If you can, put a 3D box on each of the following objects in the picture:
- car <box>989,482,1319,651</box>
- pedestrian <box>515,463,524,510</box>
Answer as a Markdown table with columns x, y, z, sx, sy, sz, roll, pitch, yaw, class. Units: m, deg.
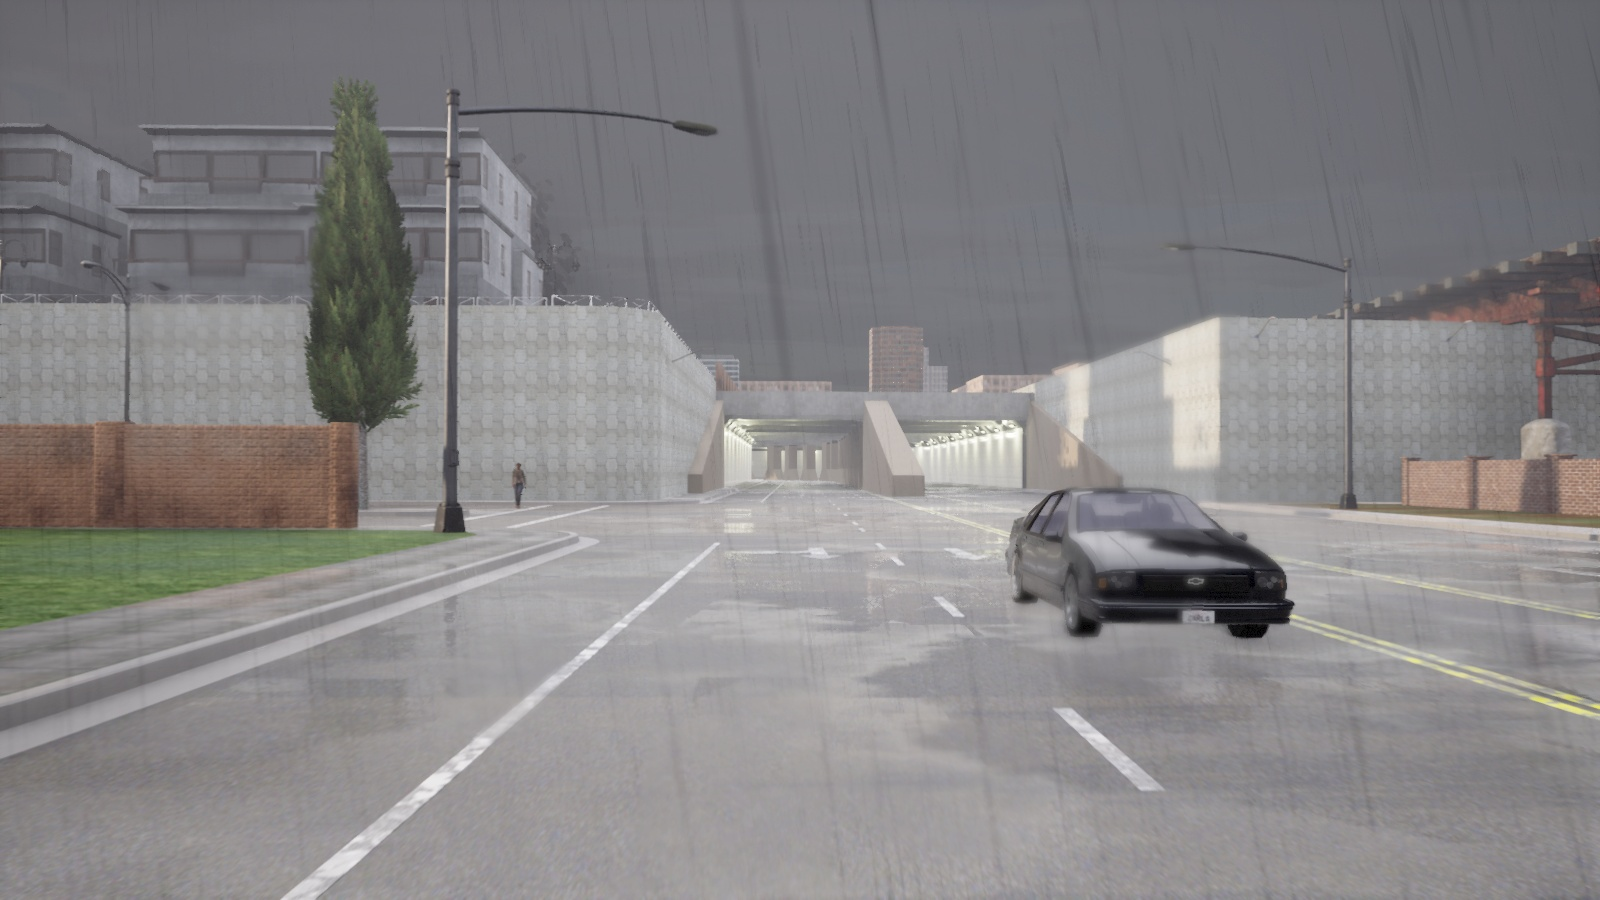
| x | y | z | sx | sy | sz | roll | pitch | yaw | class |
| --- | --- | --- | --- | --- | --- | --- | --- | --- | --- |
| 3.464 | 1.075 | 13.551 | 2.033 | 1.411 | 5.357 | 0 | -1 | 0 | car |
| -10.865 | 1.417 | 48.610 | 0.328 | 1.805 | 0.869 | 0 | -1 | -12 | pedestrian |
